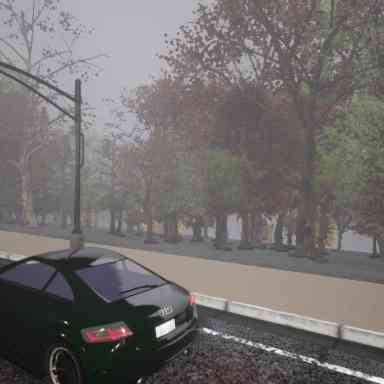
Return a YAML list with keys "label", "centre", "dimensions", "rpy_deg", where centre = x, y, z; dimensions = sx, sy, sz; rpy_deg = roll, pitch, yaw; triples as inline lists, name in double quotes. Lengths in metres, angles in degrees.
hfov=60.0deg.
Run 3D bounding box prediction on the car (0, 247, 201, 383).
- label: "car"
  centre: [-1.939, 1.563, 5.069]
  dimensions: [4.181, 1.385, 1.994]
  rpy_deg: [0, 0, 36]
